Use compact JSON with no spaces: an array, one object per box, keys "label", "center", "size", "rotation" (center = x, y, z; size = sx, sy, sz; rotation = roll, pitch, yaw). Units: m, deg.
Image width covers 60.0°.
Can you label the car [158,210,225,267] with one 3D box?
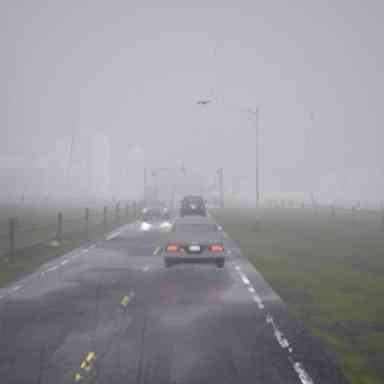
[{"label":"car","center":[0.082,1.576,11.502],"size":[2.033,1.411,5.357],"rotation":[0,0,0]}]

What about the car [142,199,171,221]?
[{"label":"car","center":[-2.840,1.422,27.532],"size":[2.097,1.767,4.553],"rotation":[0,0,0]}]

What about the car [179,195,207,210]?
[{"label":"car","center":[0.089,1.296,28.875],"size":[2.150,2.045,5.566],"rotation":[0,0,0]}]
